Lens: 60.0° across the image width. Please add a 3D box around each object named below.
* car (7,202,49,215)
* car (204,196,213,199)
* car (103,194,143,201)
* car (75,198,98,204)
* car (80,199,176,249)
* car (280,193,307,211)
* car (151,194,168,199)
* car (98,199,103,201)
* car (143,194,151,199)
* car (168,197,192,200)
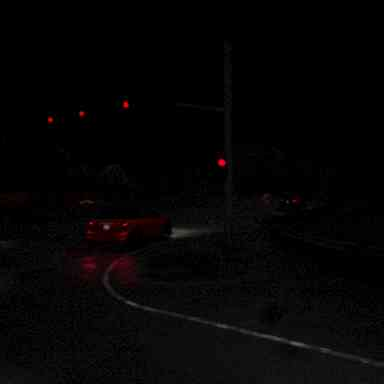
[{"bbox_3d":[-16.522,1.727,34.020,1.994,1.385,4.181,0,0,32],"label":"car"},{"bbox_3d":[3.590,1.623,72.873,1.994,1.385,4.181,0,0,14],"label":"car"},{"bbox_3d":[-9.373,1.479,45.682,2.097,1.767,4.553,0,0,31],"label":"car"},{"bbox_3d":[-16.635,1.668,53.830,1.882,1.535,5.008,0,0,32],"label":"car"},{"bbox_3d":[-2.620,1.390,15.011,2.097,1.767,4.553,0,0,20],"label":"car"},{"bbox_3d":[12.361,1.185,40.580,2.150,2.045,5.566,0,0,31],"label":"car"},{"bbox_3d":[-5.643,1.621,66.814,2.128,1.511,4.902,0,0,21],"label":"car"},{"bbox_3d":[-12.143,1.378,54.430,2.150,2.045,5.566,0,0,32],"label":"car"},{"bbox_3d":[-9.435,1.377,66.861,2.150,2.045,5.566,0,0,25],"label":"car"},{"bbox_3d":[-1.697,1.581,58.947,2.128,1.511,4.902,0,0,27],"label":"car"}]
